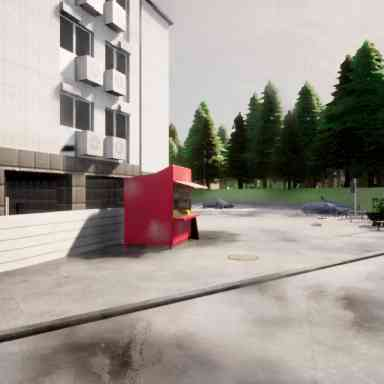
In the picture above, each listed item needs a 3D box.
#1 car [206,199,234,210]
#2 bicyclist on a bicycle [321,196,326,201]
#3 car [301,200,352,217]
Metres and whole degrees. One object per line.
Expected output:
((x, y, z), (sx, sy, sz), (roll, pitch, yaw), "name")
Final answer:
((3.547, 1.564, 43.520), (1.994, 1.385, 4.181), (0, 0, -35), "car")
((15.946, 1.349, 40.557), (1.656, 1.620, 0.582), (0, 0, -35), "bicyclist on a bicycle")
((12.443, 1.526, 30.982), (1.812, 1.442, 4.674), (0, 0, -35), "car")
